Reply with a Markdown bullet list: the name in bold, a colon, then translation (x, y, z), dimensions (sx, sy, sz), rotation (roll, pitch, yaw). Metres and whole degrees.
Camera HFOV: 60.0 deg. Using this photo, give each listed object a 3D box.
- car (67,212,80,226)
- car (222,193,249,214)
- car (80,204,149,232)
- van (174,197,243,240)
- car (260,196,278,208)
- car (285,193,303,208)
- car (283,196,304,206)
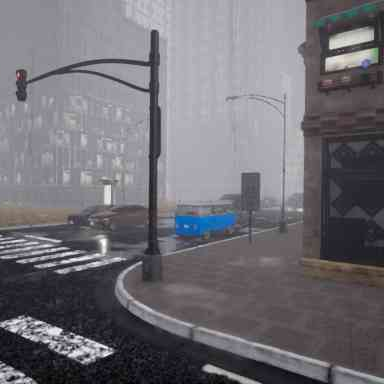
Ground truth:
- **car**: translation (-6.033, 1.467, 21.893), dimensions (1.947, 1.339, 4.313), rotation (1, 1, 35)
- **car**: translation (3.900, 1.137, 31.391), dimensions (2.150, 2.045, 5.566), rotation (1, 1, 35)
- **car**: translation (-4.092, 1.466, 20.149), dimensions (1.812, 1.442, 4.674), rotation (1, 1, 37)
- **van**: translation (0.801, 1.368, 17.037), dimensions (1.690, 1.788, 3.998), rotation (1, 1, 35)
- **car**: translation (9.989, 1.294, 44.443), dimensions (1.967, 1.590, 4.097), rotation (1, 1, 35)
- **car**: translation (15.349, 1.113, 47.357), dimensions (2.150, 2.045, 5.566), rotation (1, 0, 36)
- **car**: translation (16.299, 1.364, 53.326), dimensions (1.752, 1.417, 4.829), rotation (1, 1, 35)
